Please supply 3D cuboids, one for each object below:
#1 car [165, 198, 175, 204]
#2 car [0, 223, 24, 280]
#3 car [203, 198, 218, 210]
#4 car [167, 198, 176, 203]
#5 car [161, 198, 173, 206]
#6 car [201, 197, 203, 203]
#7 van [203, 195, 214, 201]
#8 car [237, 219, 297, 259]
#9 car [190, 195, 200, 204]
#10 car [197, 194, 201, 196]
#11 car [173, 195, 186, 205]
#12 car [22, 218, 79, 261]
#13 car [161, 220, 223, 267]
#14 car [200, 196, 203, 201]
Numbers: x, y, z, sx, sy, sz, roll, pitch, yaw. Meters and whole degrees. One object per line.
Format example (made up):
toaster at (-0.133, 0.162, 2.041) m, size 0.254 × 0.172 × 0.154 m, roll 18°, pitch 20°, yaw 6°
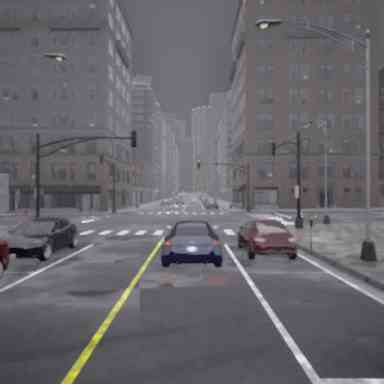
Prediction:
car at (-5.208, 2.085, 77.821) m, size 2.008 × 1.369 × 4.403 m, roll 0°, pitch 0°, yaw 1°
car at (-5.763, 1.612, 7.130) m, size 1.887 × 1.381 × 4.507 m, roll 0°, pitch -1°, yaw 0°
car at (3.061, 1.976, 49.975) m, size 1.802 × 1.307 × 4.206 m, roll 0°, pitch 0°, yaw 1°
car at (-5.157, 2.128, 83.373) m, size 1.802 × 1.307 × 4.206 m, roll 0°, pitch 0°, yaw 1°
car at (-5.312, 2.077, 66.715) m, size 1.802 × 1.307 × 4.206 m, roll 0°, pitch 0°, yaw 1°
car at (3.162, 2.008, 61.078) m, size 1.887 × 1.381 × 4.507 m, roll 0°, pitch 0°, yaw 1°
van at (3.111, 1.769, 55.529) m, size 1.690 × 1.788 × 3.998 m, roll 0°, pitch 0°, yaw 1°
car at (2.766, 1.701, 12.767) m, size 1.802 × 1.307 × 4.206 m, roll 0°, pitch -1°, yaw 0°
car at (0.559, 2.052, 78.416) m, size 1.812 × 1.442 × 4.674 m, roll 0°, pitch 0°, yaw 1°
car at (0.650, 1.914, 88.418) m, size 2.128 × 1.511 × 4.902 m, roll 0°, pitch 0°, yaw 1°
car at (-2.511, 2.016, 70.753) m, size 1.837 × 1.490 × 4.892 m, roll 0°, pitch 0°, yaw 1°
car at (-5.760, 1.685, 12.774) m, size 1.947 × 1.339 × 4.313 m, roll 0°, pitch -1°, yaw 0°
car at (0.008, 1.675, 11.848) m, size 1.994 × 1.385 × 4.181 m, roll 0°, pitch -1°, yaw 0°
car at (3.266, 2.100, 72.183) m, size 1.802 × 1.307 × 4.206 m, roll 0°, pitch 0°, yaw 1°
